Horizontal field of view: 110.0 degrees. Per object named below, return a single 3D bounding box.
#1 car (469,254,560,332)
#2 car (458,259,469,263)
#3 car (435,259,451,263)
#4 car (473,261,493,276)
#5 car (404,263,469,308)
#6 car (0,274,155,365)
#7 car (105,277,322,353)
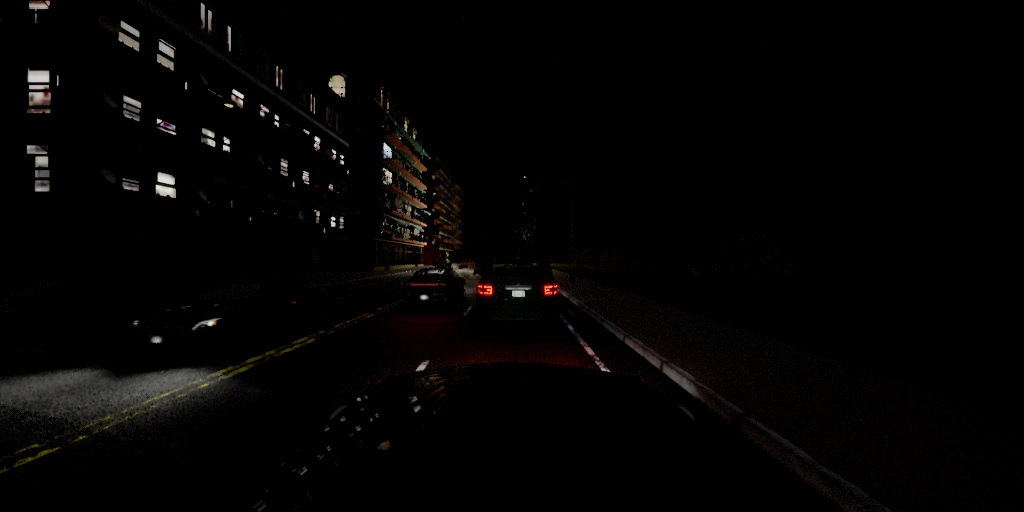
[{"bbox_3d":[0.115,0.973,11.040,2.150,2.045,5.566,0,0,-1],"label":"car"},{"bbox_3d":[-6.540,1.231,51.286,1.882,1.535,5.008,0,0,0],"label":"car"},{"bbox_3d":[-9.790,1.245,51.016,2.128,1.511,4.902,0,0,0],"label":"car"},{"bbox_3d":[-3.109,1.280,39.234,1.812,1.442,4.674,0,0,0],"label":"car"},{"bbox_3d":[-3.135,1.244,15.231,2.128,1.511,4.902,0,0,0],"label":"car"},{"bbox_3d":[-9.841,1.229,8.228,1.882,1.535,5.008,0,0,0],"label":"car"},{"bbox_3d":[-6.578,1.277,8.968,1.812,1.442,4.674,0,0,0],"label":"car"}]
